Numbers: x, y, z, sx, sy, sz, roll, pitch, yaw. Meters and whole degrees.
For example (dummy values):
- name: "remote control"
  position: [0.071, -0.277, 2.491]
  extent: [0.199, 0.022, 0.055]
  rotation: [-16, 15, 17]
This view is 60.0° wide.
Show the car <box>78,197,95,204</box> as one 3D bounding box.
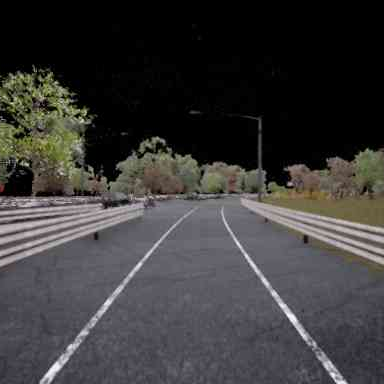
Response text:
- name: "car"
  position: [-12.948, 1.358, 41.611]
  extent: [2.033, 1.411, 5.357]
  rotation: [0, 0, 12]

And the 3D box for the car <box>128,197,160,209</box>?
- name: "car"
  position: [-5.888, 1.336, 41.108]
  extent: [1.812, 1.442, 4.674]
  rotation: [0, 0, 12]

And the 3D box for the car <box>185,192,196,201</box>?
- name: "car"
  position: [0.231, 1.120, 81.124]
  extent: [2.150, 2.045, 5.566]
  rotation: [0, 0, 15]

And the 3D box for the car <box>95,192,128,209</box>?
- name: "car"
  position: [-9.424, 1.032, 41.397]
  extent: [2.150, 2.045, 5.566]
  rotation: [0, 0, 12]

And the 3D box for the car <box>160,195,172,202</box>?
- name: "car"
  position: [-5.825, 1.400, 71.874]
  extent: [1.812, 1.442, 4.674]
  rotation: [0, 0, 15]

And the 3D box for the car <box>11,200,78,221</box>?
- name: "car"
  position: [-9.784, 1.298, 21.960]
  extent: [1.812, 1.442, 4.674]
  rotation: [0, 0, 11]

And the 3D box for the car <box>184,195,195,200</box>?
- name: "car"
  position: [-0.611, 1.470, 91.171]
  extent: [1.994, 1.385, 4.181]
  rotation: [0, 0, 16]

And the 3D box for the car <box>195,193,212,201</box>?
- name: "car"
  position: [2.705, 1.479, 76.853]
  extent: [1.895, 1.301, 4.718]
  rotation: [0, 0, 15]
